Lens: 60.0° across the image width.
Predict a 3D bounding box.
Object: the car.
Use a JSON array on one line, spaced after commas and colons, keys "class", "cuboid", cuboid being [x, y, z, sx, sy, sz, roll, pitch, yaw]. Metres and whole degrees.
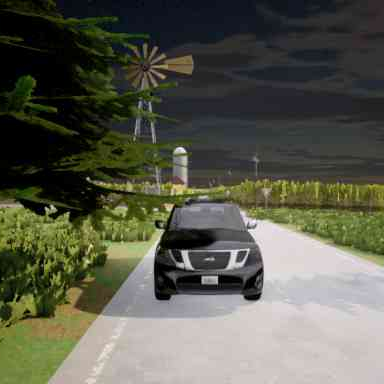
[{"class": "car", "cuboid": [0.336, 1.221, 8.709, 2.150, 2.045, 5.566, 0, 0, 0]}]
